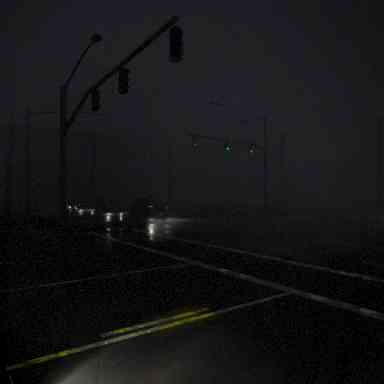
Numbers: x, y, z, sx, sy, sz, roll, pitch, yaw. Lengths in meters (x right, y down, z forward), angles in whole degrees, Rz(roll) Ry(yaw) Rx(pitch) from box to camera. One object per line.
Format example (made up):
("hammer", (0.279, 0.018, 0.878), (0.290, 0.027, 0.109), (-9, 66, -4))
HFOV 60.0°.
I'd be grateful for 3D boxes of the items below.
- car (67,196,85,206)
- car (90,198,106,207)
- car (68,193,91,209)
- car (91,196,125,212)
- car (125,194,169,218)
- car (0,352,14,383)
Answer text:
("car", (-19.544, 1.492, 56.117), (2.128, 1.511, 4.902), (0, 0, -10))
("car", (-15.174, 1.601, 53.552), (1.895, 1.301, 4.718), (0, 0, -24))
("car", (-15.503, 1.222, 46.686), (2.150, 2.045, 5.566), (0, 0, -33))
("car", (-9.767, 1.526, 38.500), (1.812, 1.442, 4.674), (0, 0, -36))
("car", (-3.989, 1.352, 30.491), (2.097, 1.767, 4.553), (0, 0, -36))
("car", (-3.602, 1.547, 1.239), (5.357, 1.411, 2.033), (0, 0, -35))
